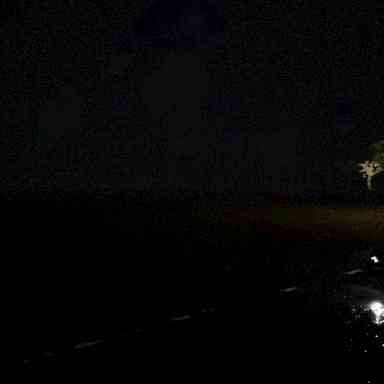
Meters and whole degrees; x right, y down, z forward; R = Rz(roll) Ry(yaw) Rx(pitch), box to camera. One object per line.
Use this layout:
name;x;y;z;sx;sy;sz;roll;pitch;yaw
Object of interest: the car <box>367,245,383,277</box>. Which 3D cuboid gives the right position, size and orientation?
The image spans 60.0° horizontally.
car;6.858;1.500;8.888;5.357;1.411;2.033;-1;0;-35
